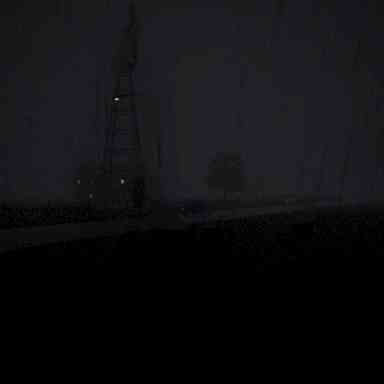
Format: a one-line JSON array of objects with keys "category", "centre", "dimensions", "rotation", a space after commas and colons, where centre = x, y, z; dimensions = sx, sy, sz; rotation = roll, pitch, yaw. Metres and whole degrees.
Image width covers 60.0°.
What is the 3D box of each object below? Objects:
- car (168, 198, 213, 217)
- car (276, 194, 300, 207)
[{"category": "car", "centre": [-0.078, 1.356, 30.271], "dimensions": [1.882, 1.535, 5.008], "rotation": [1, 1, 38]}, {"category": "car", "centre": [13.831, 1.157, 48.017], "dimensions": [2.097, 1.767, 4.553], "rotation": [1, 1, 39]}]
